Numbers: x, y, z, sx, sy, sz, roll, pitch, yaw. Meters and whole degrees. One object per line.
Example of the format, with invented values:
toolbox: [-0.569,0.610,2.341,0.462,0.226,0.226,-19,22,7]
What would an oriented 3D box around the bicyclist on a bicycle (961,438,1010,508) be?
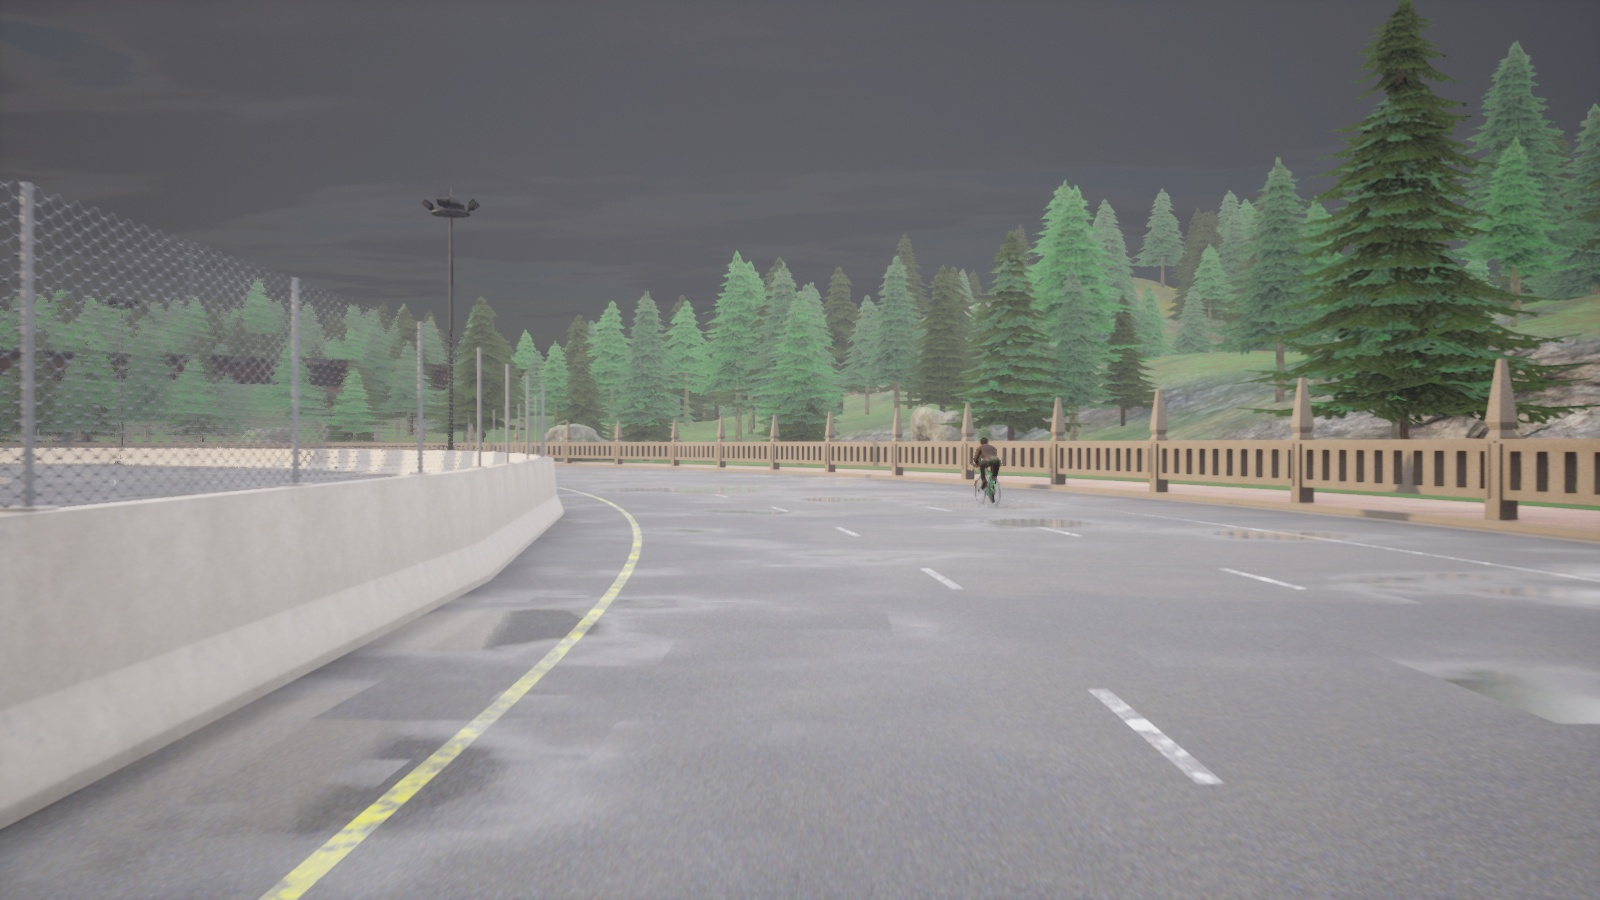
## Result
bicyclist on a bicycle: [4.437,0.533,30.119,0.582,1.620,1.656,-1,0,-13]
